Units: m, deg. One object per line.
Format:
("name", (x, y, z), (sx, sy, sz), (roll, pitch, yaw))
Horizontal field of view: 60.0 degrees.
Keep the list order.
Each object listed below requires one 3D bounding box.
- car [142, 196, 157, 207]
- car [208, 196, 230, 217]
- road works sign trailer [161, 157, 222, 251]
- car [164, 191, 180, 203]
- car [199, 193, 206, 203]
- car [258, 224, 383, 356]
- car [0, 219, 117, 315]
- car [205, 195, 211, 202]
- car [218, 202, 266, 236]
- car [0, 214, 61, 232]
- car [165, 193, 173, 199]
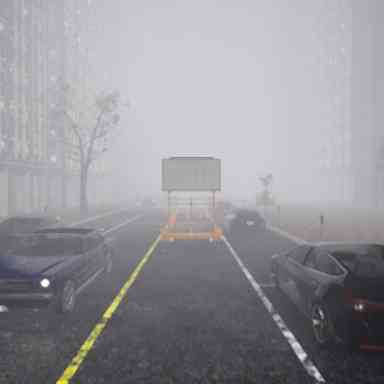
("car", (-5.785, 1.238, 45.479), (2.008, 1.369, 4.403), (-1, 0, 0))
("car", (2.628, 1.348, 28.578), (1.887, 1.381, 4.507), (-1, 0, 0))
("road works sign trailer", (-0.025, 0.371, 13.545), (2.380, 3.560, 2.880), (0, 0, 0))
("car", (-3.117, 1.091, 55.888), (1.882, 1.535, 5.008), (0, 0, 0))
("car", (2.574, 1.150, 56.792), (1.887, 1.381, 4.507), (-1, 0, 0))
("car", (2.671, 1.523, 6.008), (1.947, 1.339, 4.313), (-1, 0, 0))
("car", (-3.116, 1.549, 7.549), (1.895, 1.301, 4.718), (0, 0, 0))
("car", (2.617, 1.288, 34.390), (1.752, 1.417, 4.829), (-1, 0, 0))
("car", (2.650, 1.447, 17.293), (1.947, 1.339, 4.313), (-1, 0, 0))
("car", (-5.721, 1.487, 11.632), (1.947, 1.339, 4.313), (-1, 0, 0))
("car", (-5.860, 0.985, 84.968), (1.802, 1.307, 4.206), (-1, 0, 0))
